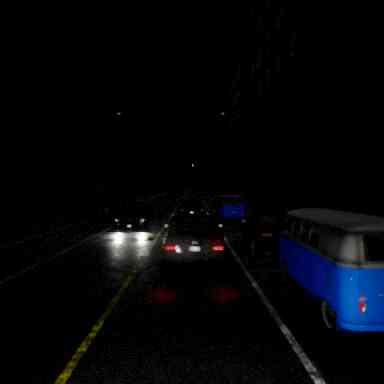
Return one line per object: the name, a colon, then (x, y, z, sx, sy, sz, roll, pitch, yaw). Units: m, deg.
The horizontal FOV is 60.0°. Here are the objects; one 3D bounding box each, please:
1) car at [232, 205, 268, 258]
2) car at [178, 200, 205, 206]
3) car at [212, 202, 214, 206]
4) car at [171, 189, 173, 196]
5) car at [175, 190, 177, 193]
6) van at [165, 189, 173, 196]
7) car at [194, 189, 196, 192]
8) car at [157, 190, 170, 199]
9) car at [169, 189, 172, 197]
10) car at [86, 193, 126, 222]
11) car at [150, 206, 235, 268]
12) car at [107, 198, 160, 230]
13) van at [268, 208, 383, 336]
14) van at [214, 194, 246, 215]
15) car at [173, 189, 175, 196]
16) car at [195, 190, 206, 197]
car: (2.794, 1.400, 11.991, 1.887, 1.381, 4.507, 0, 1, 0)
car: (-0.018, 1.278, 23.496, 1.994, 1.385, 4.181, 0, 1, 0)
car: (2.714, 1.210, 28.971, 1.947, 1.339, 4.313, 0, 1, 0)
car: (-6.043, 0.564, 77.816, 1.887, 1.381, 4.507, 0, 1, 0)
car: (-6.121, 0.373, 94.167, 2.008, 1.369, 4.403, 0, 1, 0)
van: (-6.096, 0.228, 88.714, 1.690, 1.788, 3.998, 0, 1, 0)
car: (2.404, 0.371, 94.239, 2.008, 1.369, 4.403, 0, 1, 0)
car: (-5.991, 0.683, 66.745, 1.752, 1.417, 4.829, 0, 1, 0)
car: (-6.017, 0.638, 72.365, 2.008, 1.369, 4.403, 0, 1, 0)
car: (-5.784, 1.032, 23.228, 2.192, 1.841, 5.009, 0, 1, 0)
car: (0.049, 1.418, 10.698, 2.033, 1.411, 5.357, 0, 1, 0)
car: (-3.190, 1.310, 19.524, 2.033, 1.411, 5.357, 0, 1, 0)
van: (2.820, 1.264, 6.329, 1.690, 1.788, 3.998, 0, 1, 0)
van: (2.740, 1.057, 23.309, 1.690, 1.788, 3.998, 0, 1, 0)
car: (-6.069, 0.498, 83.266, 1.887, 1.381, 4.507, 0, 1, 0)
car: (2.455, 0.392, 83.341, 1.967, 1.590, 4.097, 0, 1, 0)
